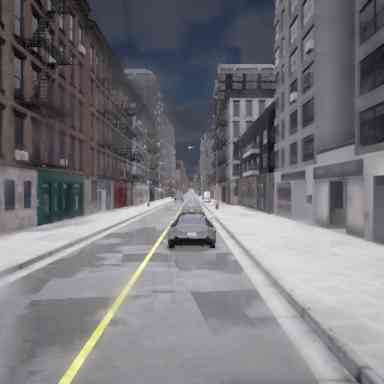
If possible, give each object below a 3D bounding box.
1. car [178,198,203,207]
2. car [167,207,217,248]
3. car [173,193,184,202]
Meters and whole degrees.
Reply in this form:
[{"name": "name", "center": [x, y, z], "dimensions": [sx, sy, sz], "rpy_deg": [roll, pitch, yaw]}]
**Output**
[{"name": "car", "center": [0.000, 1.569, 29.652], "dimensions": [2.033, 1.411, 5.357], "rpy_deg": [0, 0, 0]}, {"name": "car", "center": [0.000, 1.573, 14.651], "dimensions": [1.994, 1.385, 4.181], "rpy_deg": [0, 0, 0]}, {"name": "car", "center": [-2.999, 1.243, 75.902], "dimensions": [2.150, 2.045, 5.566], "rpy_deg": [0, 0, 0]}]
